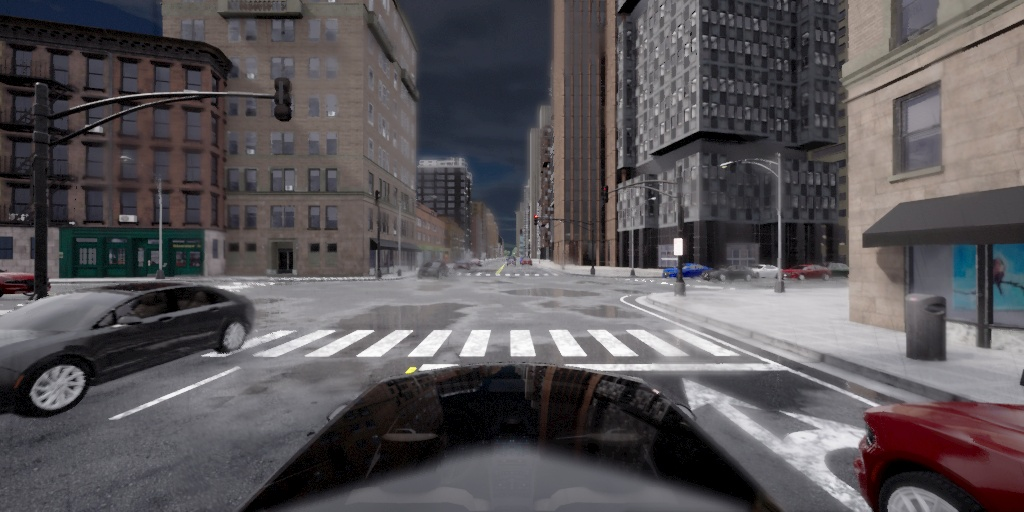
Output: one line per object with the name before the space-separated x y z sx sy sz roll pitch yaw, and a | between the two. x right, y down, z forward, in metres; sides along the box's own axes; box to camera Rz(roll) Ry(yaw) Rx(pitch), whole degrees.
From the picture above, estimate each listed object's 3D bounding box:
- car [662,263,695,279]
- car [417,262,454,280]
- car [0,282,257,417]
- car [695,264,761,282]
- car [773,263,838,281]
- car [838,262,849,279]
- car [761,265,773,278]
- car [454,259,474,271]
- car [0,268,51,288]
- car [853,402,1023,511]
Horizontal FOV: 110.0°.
car | 17.024 1.484 34.810 5.008 1.535 1.882 1 0 -16
car | -6.825 1.255 31.573 1.837 1.490 4.892 0 0 4
car | -6.604 1.254 5.988 1.837 1.490 4.892 0 0 0
car | 19.276 1.512 32.067 4.892 1.490 1.837 1 0 -17
car | 28.327 1.591 34.640 5.008 1.535 1.882 1 0 -15
car | 35.015 1.568 39.664 4.553 1.767 2.097 1 0 -13
car | 26.006 1.637 37.381 4.674 1.442 1.812 1 0 -15
car | -6.680 1.320 48.124 1.994 1.385 4.181 0 0 0
car | -22.331 0.961 14.467 5.008 1.535 1.882 1 0 -17
car | 3.353 1.228 0.439 1.882 1.535 5.008 0 0 0
